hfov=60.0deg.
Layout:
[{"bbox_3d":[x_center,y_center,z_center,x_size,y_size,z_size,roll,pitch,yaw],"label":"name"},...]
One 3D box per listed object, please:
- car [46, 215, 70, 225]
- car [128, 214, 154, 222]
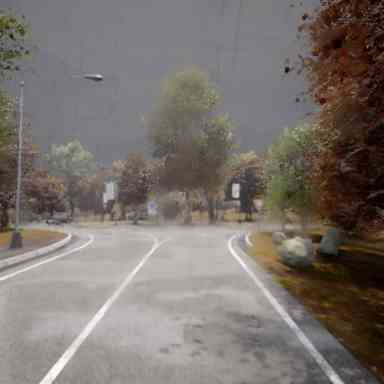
[{"bbox_3d":[-19.489,4.087,48.568,2.128,1.511,4.902,-1,-4,4],"label":"car"},{"bbox_3d":[-9.596,4.931,62.984,4.892,1.490,1.837,2,-6,-21],"label":"car"}]
